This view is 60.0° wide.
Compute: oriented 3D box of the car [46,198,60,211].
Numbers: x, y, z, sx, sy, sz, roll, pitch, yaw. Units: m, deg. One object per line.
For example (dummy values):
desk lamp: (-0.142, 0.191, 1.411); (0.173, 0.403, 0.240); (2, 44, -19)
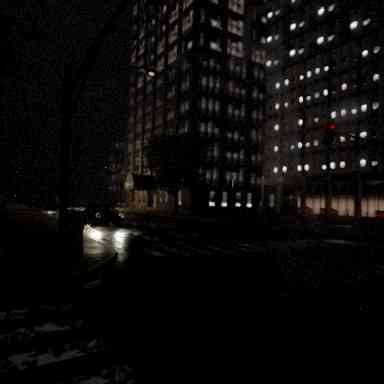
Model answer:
car: (-19.331, 1.924, 46.663); (2.033, 1.411, 5.357); (3, -2, -29)

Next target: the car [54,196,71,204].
car: (-32.154, 2.340, 82.263); (2.128, 1.511, 4.902); (3, -2, -30)

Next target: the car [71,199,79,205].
car: (-29.542, 2.504, 84.236); (1.994, 1.385, 4.181); (3, -2, -30)

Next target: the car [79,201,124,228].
car: (-6.467, 1.595, 24.067); (2.097, 1.767, 4.553); (3, -2, -30)
